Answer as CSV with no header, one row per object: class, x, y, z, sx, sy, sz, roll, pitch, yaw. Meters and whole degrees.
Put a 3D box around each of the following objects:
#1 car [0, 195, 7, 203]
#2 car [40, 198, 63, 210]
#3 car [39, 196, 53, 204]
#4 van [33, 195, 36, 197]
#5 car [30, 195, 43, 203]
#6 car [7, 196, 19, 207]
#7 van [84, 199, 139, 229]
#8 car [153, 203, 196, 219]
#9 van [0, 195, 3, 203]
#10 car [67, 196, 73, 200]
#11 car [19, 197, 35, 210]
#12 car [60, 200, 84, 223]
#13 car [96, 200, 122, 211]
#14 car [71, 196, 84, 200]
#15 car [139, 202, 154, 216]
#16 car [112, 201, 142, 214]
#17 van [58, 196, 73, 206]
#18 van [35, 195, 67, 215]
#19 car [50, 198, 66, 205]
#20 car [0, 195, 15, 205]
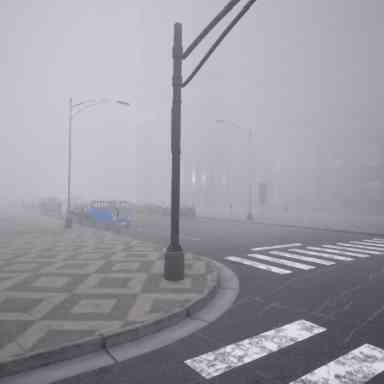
car,-43.493,1.564,75.405,2.192,1.841,5.009,1,-1,-35
car,-19.687,1.658,46.520,1.837,1.490,4.892,1,-1,-35
car,-33.331,1.818,75.806,1.967,1.590,4.097,1,-1,-35
van,-36.520,1.740,80.318,1.690,1.788,3.998,1,-1,-35
car,-39.711,1.736,84.830,2.192,1.841,5.009,1,-1,-35
car,-27.553,1.692,52.843,2.008,1.369,4.403,1,-1,-35
van,-5.232,1.335,21.261,1.690,1.788,3.998,1,-1,-35
car,-1.427,1.710,30.693,1.887,1.381,4.507,1,-1,-35
van,-46.683,1.612,79.917,1.690,1.788,3.998,1,-1,-35
car,-20.568,1.607,57.763,2.192,1.841,5.009,1,-1,-35
car,-21.177,1.680,43.819,1.802,1.307,4.206,1,-1,-35
car,-8.422,1.559,25.771,1.887,1.381,4.507,1,-1,-35
car,-11.096,1.754,44.366,1.752,1.417,4.829,1,-1,-35
car,-17.379,1.815,53.249,1.887,1.381,4.507,1,-1,-35
car,-4.617,1.730,35.204,1.887,1.381,4.507,1,-1,-35
car,-7.808,1.751,39.715,1.887,1.381,4.507,1,-1,-35
van,-23.758,1.654,62.274,1.690,1.788,3.998,1,-1,-35
van,-14.797,1.397,34.797,1.690,1.788,3.998,1,-1,-35
car,-26.951,1.885,66.783,2.008,1.369,4.403,1,-1,-35
car,-37.021,1.730,66.240,1.752,1.417,4.829,1,-1,-35
